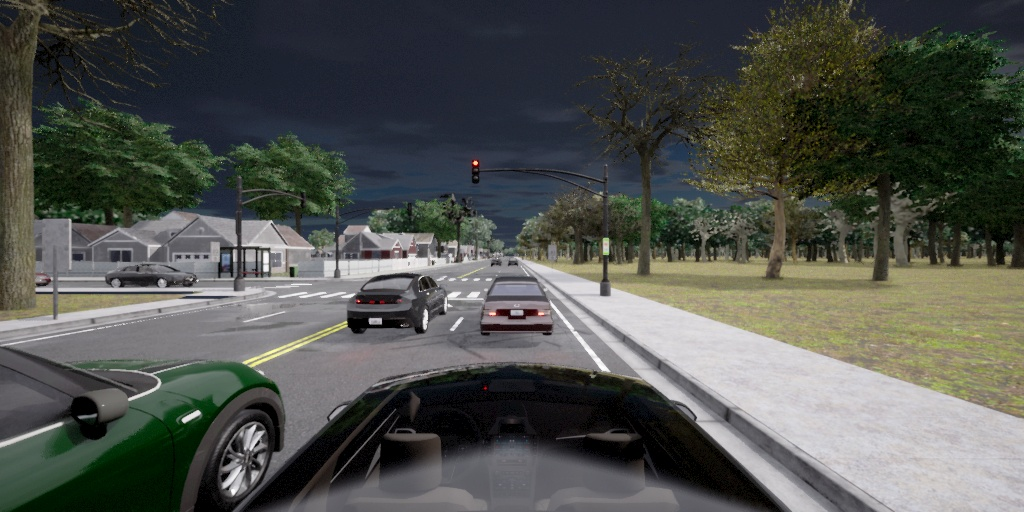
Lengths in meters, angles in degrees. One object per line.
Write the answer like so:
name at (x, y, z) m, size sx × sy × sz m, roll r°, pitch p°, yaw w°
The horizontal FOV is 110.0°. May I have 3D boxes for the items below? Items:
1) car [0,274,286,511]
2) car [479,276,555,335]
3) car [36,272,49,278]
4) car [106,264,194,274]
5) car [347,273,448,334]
car at (-3.148, 1.102, 1.463) m, size 2.097 × 1.767 × 4.553 m, roll 0°, pitch 0°, yaw 0°
car at (0.112, 1.296, 10.410) m, size 2.033 × 1.411 × 5.357 m, roll 0°, pitch 0°, yaw 0°
car at (-32.644, 1.320, 22.971) m, size 4.674 × 1.442 × 1.812 m, roll 0°, pitch 0°, yaw 0°
car at (-22.913, 1.283, 22.893) m, size 4.892 × 1.490 × 1.837 m, roll 0°, pitch 0°, yaw 0°
car at (-3.145, 1.253, 10.661) m, size 1.837 × 1.490 × 4.892 m, roll 0°, pitch 0°, yaw 0°
